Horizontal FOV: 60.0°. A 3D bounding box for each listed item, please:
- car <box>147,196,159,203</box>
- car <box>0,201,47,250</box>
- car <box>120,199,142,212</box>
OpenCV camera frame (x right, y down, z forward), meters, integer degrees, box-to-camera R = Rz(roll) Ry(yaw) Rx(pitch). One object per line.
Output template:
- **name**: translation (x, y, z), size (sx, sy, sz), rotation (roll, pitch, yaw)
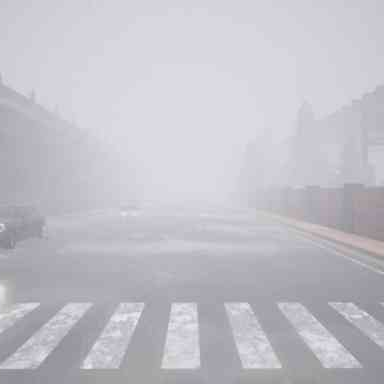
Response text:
- **car**: translation (-7.605, 1.508, 64.834), size (1.994, 1.385, 4.181), rotation (0, 0, -1)
- **car**: translation (-7.986, 1.322, 14.161), size (2.097, 1.767, 4.553), rotation (1, 0, -2)
- **car**: translation (-7.092, 1.519, 39.359), size (2.033, 1.411, 5.357), rotation (0, 0, -1)
